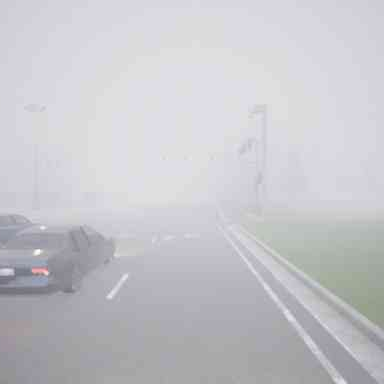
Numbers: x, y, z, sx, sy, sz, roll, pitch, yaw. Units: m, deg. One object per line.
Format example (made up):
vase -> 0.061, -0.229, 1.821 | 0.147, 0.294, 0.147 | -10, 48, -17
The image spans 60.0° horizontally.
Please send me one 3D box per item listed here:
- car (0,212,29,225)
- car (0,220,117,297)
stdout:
car -> -6.919, 1.458, 11.878 | 1.882, 1.535, 5.008 | 0, 0, 0
car -> -3.433, 1.533, 8.697 | 2.033, 1.411, 5.357 | 0, 0, 0
